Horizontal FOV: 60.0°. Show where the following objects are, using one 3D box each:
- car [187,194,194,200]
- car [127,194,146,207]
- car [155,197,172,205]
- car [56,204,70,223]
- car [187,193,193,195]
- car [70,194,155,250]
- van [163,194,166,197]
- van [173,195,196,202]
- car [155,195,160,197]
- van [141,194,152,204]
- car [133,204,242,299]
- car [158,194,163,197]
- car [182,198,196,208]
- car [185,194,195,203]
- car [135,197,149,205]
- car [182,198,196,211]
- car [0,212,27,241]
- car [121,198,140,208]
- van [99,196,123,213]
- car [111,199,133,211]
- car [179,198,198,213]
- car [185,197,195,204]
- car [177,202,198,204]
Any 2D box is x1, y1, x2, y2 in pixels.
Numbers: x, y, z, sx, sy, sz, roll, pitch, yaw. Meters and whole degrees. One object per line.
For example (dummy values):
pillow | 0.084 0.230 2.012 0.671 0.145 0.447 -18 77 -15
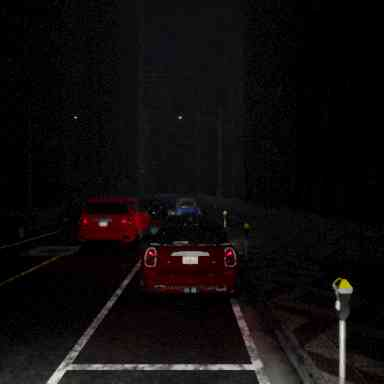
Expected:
car | -0.386 1.484 93.370 1.967 1.590 4.097 0 0 0
car | -8.911 1.337 53.906 2.192 1.841 5.009 0 0 0
car | -3.142 1.502 29.771 2.128 1.511 4.902 0 0 0
car | -8.910 1.573 25.722 1.947 1.339 4.313 0 0 0
car | -0.386 1.465 59.552 1.967 1.590 4.097 0 0 0
car | -3.145 1.219 14.492 2.150 2.045 5.566 0 0 0
van | -8.911 1.385 93.363 1.690 1.788 3.998 0 0 0
van | -0.386 1.348 25.735 1.690 1.788 3.998 0 0 0
car | -6.149 1.531 47.900 1.837 1.490 4.892 0 0 0
van | -8.911 1.369 65.180 1.690 1.788 3.998 0 0 0
car | -0.032 1.353 8.620 2.097 1.767 4.553 0 0 0
car | -8.911 1.477 82.090 1.967 1.590 4.097 0 0 0
car | -0.385 1.569 48.280 2.008 1.369 4.403 0 0 0
car | -0.386 1.346 70.826 2.192 1.841 5.009 0 0 0
car | -8.910 1.569 59.543 1.887 1.381 4.507 0 0 0
car | -0.385 1.541 42.814 1.752 1.417 4.829 0 0 0
car | -8.910 1.547 14.449 1.887 1.381 4.507 0 0 0
car | -8.910 1.585 48.269 1.947 1.339 4.313 0 0 0
van | -8.911 1.354 36.996 1.690 1.788 3.998 0 0 0
car | -8.910 1.582 42.633 1.947 1.339 4.313 0 0 0
car | -0.386 1.453 37.008 1.967 1.590 4.097 0 0 0
car | -0.385 1.594 65.189 1.947 1.339 4.313 0 0 0
car | -0.385 1.530 20.269 1.752 1.417 4.829 0 0 0
